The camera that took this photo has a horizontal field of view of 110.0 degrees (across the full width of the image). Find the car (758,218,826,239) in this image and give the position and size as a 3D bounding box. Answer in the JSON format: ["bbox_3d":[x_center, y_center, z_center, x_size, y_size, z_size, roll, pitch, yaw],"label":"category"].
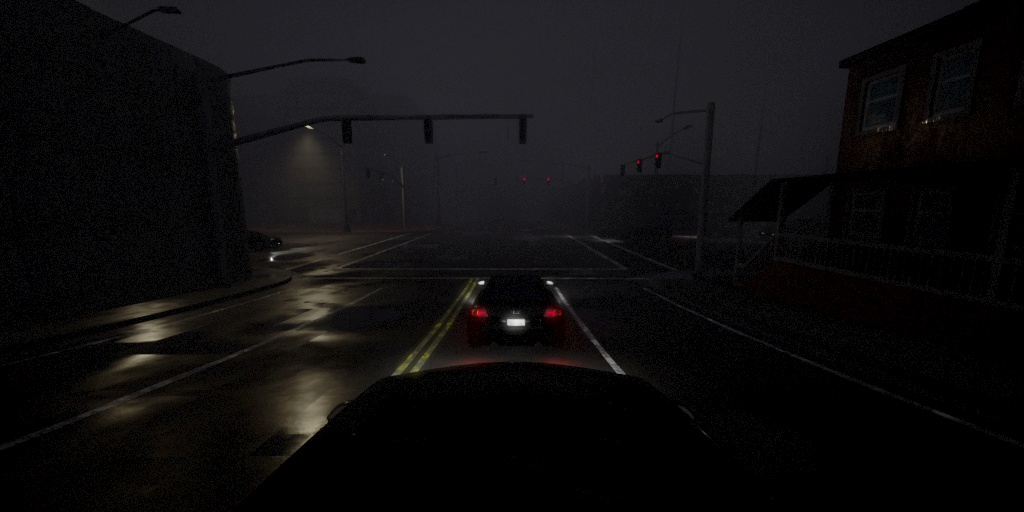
[{"bbox_3d":[26.460,-2.497,33.772,5.566,2.045,2.150,0,8,1],"label":"car"}]

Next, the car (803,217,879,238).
[{"bbox_3d":[34.015,-3.002,37.180,5.566,2.045,2.150,0,8,1],"label":"car"}]

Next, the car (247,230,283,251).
[{"bbox_3d":[-19.958,-1.188,26.980,4.892,1.490,1.837,0,8,1],"label":"car"}]

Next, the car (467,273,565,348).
[{"bbox_3d":[0.094,1.090,8.695,1.994,1.385,4.181,0,3,0],"label":"car"}]

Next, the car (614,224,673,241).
[{"bbox_3d":[12.596,-2.225,33.903,4.892,1.490,1.837,0,8,0],"label":"car"}]

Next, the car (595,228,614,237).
[{"bbox_3d":[11.218,-2.642,37.401,4.718,1.301,1.895,0,8,0],"label":"car"}]

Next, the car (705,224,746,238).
[{"bbox_3d":[21.968,-2.673,37.323,4.181,1.385,1.994,0,8,0],"label":"car"}]
